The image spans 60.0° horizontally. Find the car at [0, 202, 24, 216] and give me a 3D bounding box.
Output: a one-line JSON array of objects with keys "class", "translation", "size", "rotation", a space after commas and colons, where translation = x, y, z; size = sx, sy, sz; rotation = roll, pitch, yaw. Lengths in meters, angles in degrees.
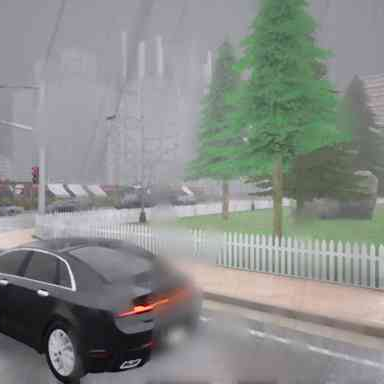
[{"class": "car", "translation": [-17.996, 1.590, 30.017], "size": [1.895, 1.301, 4.718], "rotation": [0, 0, 36]}]

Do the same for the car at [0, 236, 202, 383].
[{"class": "car", "translation": [-2.143, 1.503, 5.454], "size": [4.892, 1.490, 1.837], "rotation": [0, 0, 36]}]

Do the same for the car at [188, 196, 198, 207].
[{"class": "car", "translation": [-1.130, 1.342, 48.717], "size": [2.097, 1.767, 4.553], "rotation": [0, 0, 34]}]

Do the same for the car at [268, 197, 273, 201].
[{"class": "car", "translation": [14.956, 1.557, 59.811], "size": [1.994, 1.385, 4.181], "rotation": [0, 0, 34]}]

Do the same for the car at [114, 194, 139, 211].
[{"class": "car", "translation": [-6.832, 1.212, 40.253], "size": [2.150, 2.045, 5.566], "rotation": [0, 0, 34]}]

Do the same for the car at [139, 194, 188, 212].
[{"class": "car", "translation": [-3.220, 1.213, 38.991], "size": [2.150, 2.045, 5.566], "rotation": [0, 0, 34]}]

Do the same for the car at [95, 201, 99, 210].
[{"class": "car", "translation": [-12.862, 1.467, 37.551], "size": [1.882, 1.535, 5.008], "rotation": [0, 0, 34]}]

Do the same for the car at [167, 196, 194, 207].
[{"class": "car", "translation": [-1.864, 1.494, 53.879], "size": [1.837, 1.490, 4.892], "rotation": [0, 0, 34]}]

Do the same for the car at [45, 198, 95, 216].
[{"class": "car", "translation": [-12.302, 1.482, 32.104], "size": [2.128, 1.511, 4.902], "rotation": [0, 0, 34]}]
